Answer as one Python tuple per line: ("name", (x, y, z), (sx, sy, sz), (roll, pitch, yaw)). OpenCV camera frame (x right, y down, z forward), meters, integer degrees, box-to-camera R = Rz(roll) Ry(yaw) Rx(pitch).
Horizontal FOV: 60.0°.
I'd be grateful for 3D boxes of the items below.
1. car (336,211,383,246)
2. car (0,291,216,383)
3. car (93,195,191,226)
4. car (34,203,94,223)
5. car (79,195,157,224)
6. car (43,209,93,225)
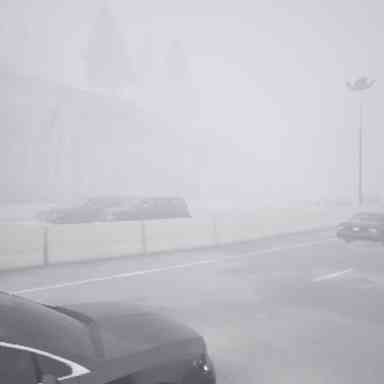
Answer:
("car", (8.563, 1.560, 15.148), (5.357, 1.411, 2.033), (0, 0, -41))
("car", (-2.023, 1.511, 2.401), (4.892, 1.490, 1.837), (0, 0, -36))
("car", (-2.633, 1.256, 19.747), (5.566, 2.045, 2.150), (0, 0, -39))
("car", (-10.365, 1.618, 27.034), (4.181, 1.385, 1.994), (0, 0, -38))
("car", (-5.731, 1.269, 26.246), (5.566, 2.045, 2.150), (0, 0, -40))
("car", (-6.235, 1.262, 21.348), (5.566, 2.045, 2.150), (0, 0, -38))
